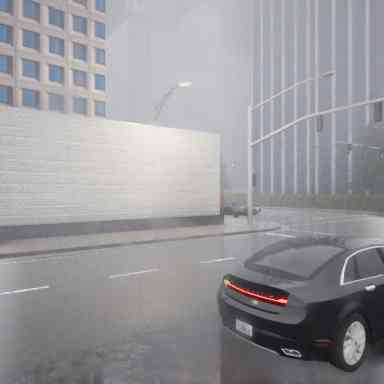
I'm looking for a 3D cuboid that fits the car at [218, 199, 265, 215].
[{"bbox_3d":[5.163,1.547,35.403,2.128,1.511,4.902,0,0,-36],"label":"car"}]

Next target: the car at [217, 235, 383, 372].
[{"bbox_3d":[2.655,1.505,5.692,4.892,1.490,1.837,0,0,-35],"label":"car"}]

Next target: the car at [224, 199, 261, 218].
[{"bbox_3d":[3.600,1.603,31.571,2.033,1.411,5.357,0,0,-36],"label":"car"}]
